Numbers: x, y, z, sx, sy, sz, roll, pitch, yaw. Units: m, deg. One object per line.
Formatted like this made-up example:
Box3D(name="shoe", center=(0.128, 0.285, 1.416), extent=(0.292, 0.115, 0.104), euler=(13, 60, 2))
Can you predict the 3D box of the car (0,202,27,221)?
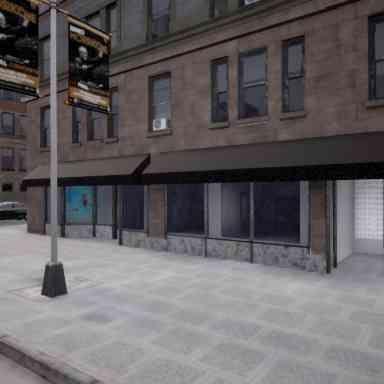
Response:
Box3D(name="car", center=(-14.158, 1.545, 25.258), extent=(1.837, 1.490, 4.892), euler=(0, 0, 37))
